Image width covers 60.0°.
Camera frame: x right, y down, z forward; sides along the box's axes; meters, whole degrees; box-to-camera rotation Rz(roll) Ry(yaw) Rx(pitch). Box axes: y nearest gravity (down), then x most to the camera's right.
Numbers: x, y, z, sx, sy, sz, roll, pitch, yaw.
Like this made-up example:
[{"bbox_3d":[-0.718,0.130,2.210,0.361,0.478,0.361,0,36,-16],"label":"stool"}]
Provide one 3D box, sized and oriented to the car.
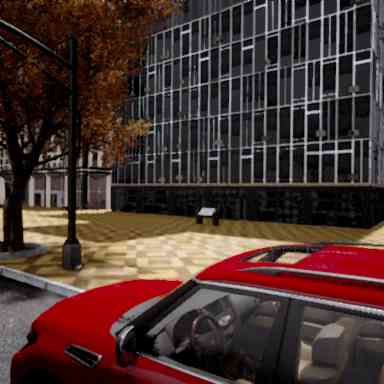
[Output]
[{"bbox_3d":[0.814,1.307,2.297,5.009,1.841,2.192,1,0,36],"label":"car"}]
